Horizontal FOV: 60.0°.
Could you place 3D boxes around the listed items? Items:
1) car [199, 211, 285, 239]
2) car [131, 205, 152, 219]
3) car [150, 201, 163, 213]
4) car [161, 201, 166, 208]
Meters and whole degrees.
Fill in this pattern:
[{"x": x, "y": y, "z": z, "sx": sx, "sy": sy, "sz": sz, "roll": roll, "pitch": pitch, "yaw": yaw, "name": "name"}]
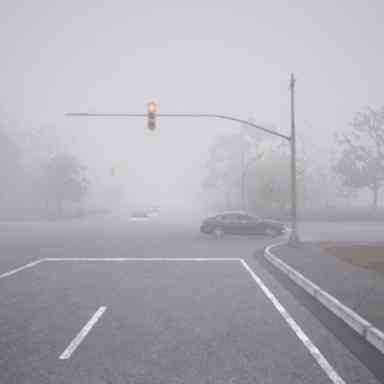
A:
[{"x": 2.858, "y": 1.909, "z": 19.264, "sx": 4.892, "sy": 1.490, "sz": 1.837, "roll": 0, "pitch": -2, "yaw": 1, "name": "car"}, {"x": -7.140, "y": 2.903, "z": 45.865, "sx": 1.994, "sy": 1.385, "sz": 4.181, "roll": 0, "pitch": -1, "yaw": 0, "name": "car"}, {"x": -7.126, "y": 2.989, "z": 60.958, "sx": 2.128, "sy": 1.511, "sz": 4.902, "roll": 0, "pitch": 0, "yaw": 0, "name": "car"}, {"x": -7.084, "y": 2.866, "z": 76.037, "sx": 1.812, "sy": 1.442, "sz": 4.674, "roll": 0, "pitch": 1, "yaw": 0, "name": "car"}]
